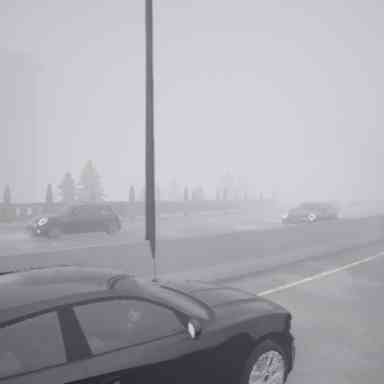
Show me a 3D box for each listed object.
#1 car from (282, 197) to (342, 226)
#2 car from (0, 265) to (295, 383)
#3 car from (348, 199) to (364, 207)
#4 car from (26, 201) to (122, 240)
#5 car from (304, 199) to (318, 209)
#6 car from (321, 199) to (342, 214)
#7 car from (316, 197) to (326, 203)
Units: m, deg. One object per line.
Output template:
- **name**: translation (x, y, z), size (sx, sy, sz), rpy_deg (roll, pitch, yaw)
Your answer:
- **car**: translation (7.402, 1.421, 20.630), size (2.097, 1.767, 4.553), rpy_deg (0, 0, 42)
- **car**: translation (-1.075, 1.482, 3.174), size (5.008, 1.535, 1.882), rpy_deg (0, 0, -36)
- **car**: translation (27.404, 1.807, 55.761), size (1.994, 1.385, 4.181), rpy_deg (0, 0, 18)
- **car**: translation (-6.052, 1.386, 17.329), size (4.553, 1.767, 2.097), rpy_deg (0, 0, -41)
- **car**: translation (18.632, 1.808, 51.928), size (1.994, 1.385, 4.181), rpy_deg (0, -1, 21)
- **car**: translation (16.487, 1.640, 39.176), size (1.882, 1.535, 5.008), rpy_deg (0, 0, 29)
- **car**: translation (30.343, 1.864, 78.462), size (1.837, 1.490, 4.892), rpy_deg (0, 0, 16)
